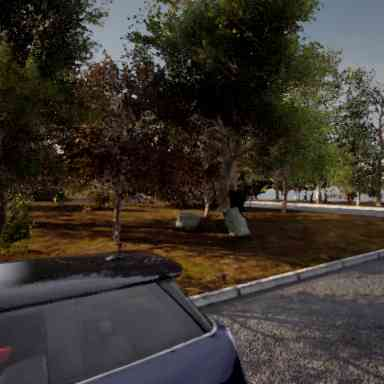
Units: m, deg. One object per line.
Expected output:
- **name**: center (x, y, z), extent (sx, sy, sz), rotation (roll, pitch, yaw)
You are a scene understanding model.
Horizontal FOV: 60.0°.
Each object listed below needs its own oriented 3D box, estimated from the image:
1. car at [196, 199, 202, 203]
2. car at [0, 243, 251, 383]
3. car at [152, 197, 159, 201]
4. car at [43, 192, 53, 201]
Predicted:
- **car**: center (2.655, 0.573, 36.742), extent (2.033, 1.411, 5.357), rotation (0, 1, -40)
- **car**: center (-1.778, 1.356, 2.087), extent (4.553, 1.767, 2.097), rotation (-1, 1, -35)
- **car**: center (-2.909, 0.303, 43.203), extent (4.553, 1.767, 2.097), rotation (0, 0, 19)
- **car**: center (-15.870, 0.430, 35.858), extent (5.008, 1.535, 1.882), rotation (0, 0, -38)
